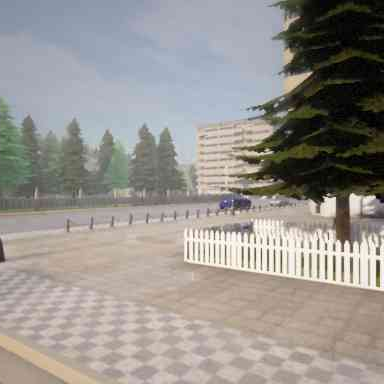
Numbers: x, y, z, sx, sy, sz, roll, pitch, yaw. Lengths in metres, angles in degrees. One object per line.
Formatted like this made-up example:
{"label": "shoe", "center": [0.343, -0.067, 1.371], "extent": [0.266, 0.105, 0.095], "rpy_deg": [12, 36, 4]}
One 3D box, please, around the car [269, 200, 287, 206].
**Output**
{"label": "car", "center": [14.547, 1.672, 55.172], "extent": [1.895, 1.301, 4.718], "rpy_deg": [0, 0, 36]}

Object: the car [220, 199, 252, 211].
{"label": "car", "center": [5.637, 1.288, 42.726], "extent": [2.150, 2.045, 5.566], "rpy_deg": [0, -1, 36]}
